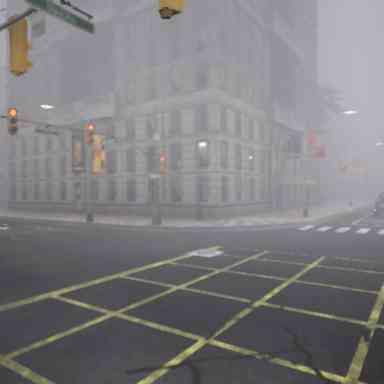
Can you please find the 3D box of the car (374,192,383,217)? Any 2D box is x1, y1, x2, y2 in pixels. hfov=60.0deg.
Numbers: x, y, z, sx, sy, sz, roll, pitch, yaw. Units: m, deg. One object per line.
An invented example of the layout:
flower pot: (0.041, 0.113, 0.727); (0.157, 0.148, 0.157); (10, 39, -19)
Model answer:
car: (17.093, 1.000, 28.575); (2.150, 2.045, 5.566); (-1, 0, 35)
